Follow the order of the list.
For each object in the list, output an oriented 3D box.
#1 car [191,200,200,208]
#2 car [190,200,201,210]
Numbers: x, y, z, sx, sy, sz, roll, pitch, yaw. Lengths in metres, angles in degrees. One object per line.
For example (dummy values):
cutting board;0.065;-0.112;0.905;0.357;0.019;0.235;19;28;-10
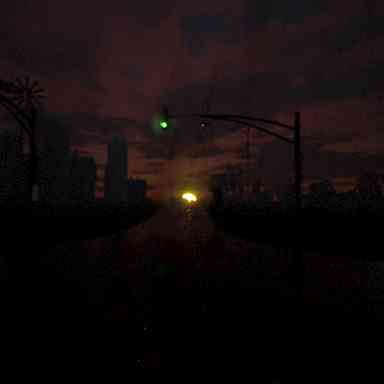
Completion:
car;0.671;2.508;67.951;1.837;1.490;4.892;0;-1;1
car;0.563;2.393;57.531;2.033;1.411;5.357;0;-1;1
